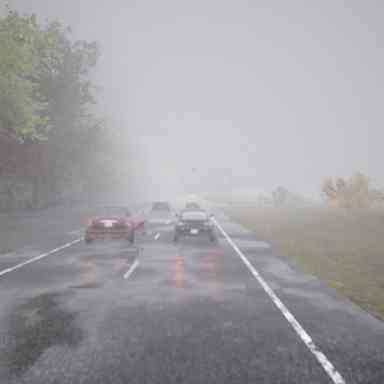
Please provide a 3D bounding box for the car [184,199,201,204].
[{"bbox_3d":[0.095,1.484,38.822,1.812,1.442,4.674,0,0,0],"label":"car"}]

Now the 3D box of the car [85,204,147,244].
[{"bbox_3d":[-3.403,1.338,15.710,2.097,1.767,4.553,0,0,0],"label":"car"}]

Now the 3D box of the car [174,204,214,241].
[{"bbox_3d":[0.097,1.511,16.427,1.812,1.442,4.674,0,0,0],"label":"car"}]

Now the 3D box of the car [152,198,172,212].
[{"bbox_3d":[-3.405,1.437,37.958,1.882,1.535,5.008,0,0,0],"label":"car"}]
